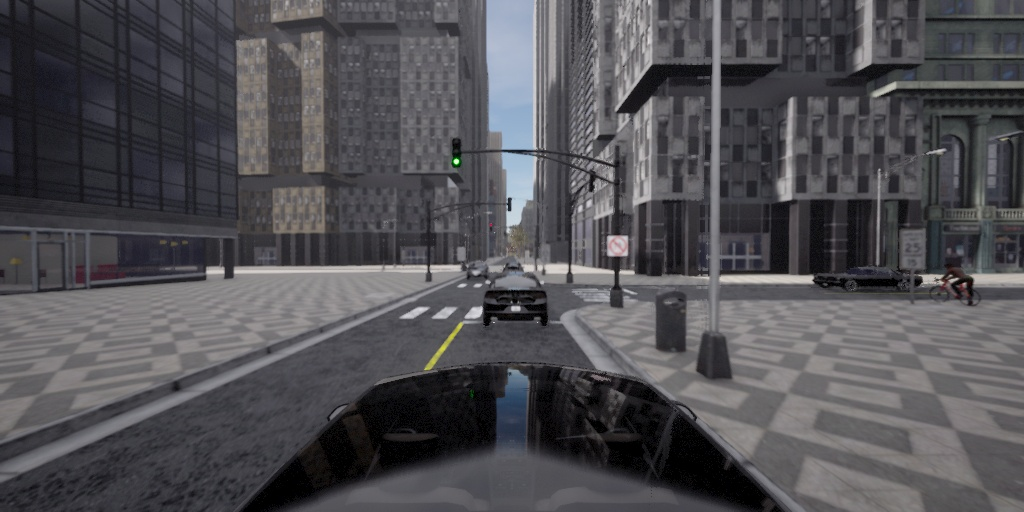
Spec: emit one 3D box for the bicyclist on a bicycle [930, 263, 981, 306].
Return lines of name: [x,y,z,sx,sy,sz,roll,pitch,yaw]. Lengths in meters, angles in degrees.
bicyclist on a bicycle: [17.511,1.120,14.200,0.582,1.620,1.656,0,1,0]

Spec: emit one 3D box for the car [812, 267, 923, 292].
car: [20.053,1.299,20.435,4.718,1.301,1.895,0,1,0]

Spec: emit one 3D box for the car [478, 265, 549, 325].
car: [0.104,1.242,11.971,1.882,1.535,5.008,0,0,0]

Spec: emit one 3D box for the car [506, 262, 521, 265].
car: [0.115,1.323,33.034,1.837,1.490,4.892,0,0,0]

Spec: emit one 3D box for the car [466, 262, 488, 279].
car: [-3.068,1.310,33.127,2.128,1.511,4.902,0,0,0]
